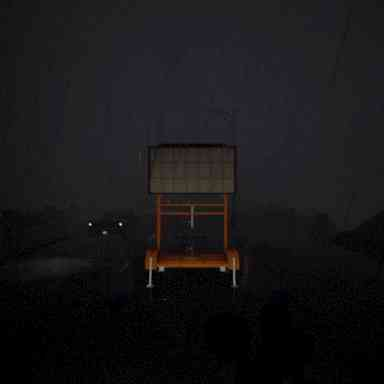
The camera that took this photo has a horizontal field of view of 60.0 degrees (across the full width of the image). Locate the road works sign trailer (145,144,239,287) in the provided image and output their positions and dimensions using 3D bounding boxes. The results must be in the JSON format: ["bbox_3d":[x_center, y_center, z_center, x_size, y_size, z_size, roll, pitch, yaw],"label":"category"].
[{"bbox_3d":[0.009,0.464,9.270,2.380,3.560,2.880,0,0,0],"label":"road works sign trailer"}]

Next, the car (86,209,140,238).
[{"bbox_3d":[-4.085,1.601,17.823,1.895,1.301,4.718,0,0,0],"label":"car"}]

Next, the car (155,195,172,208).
[{"bbox_3d":[-4.054,1.350,47.551,2.097,1.767,4.553,0,0,0],"label":"car"}]
